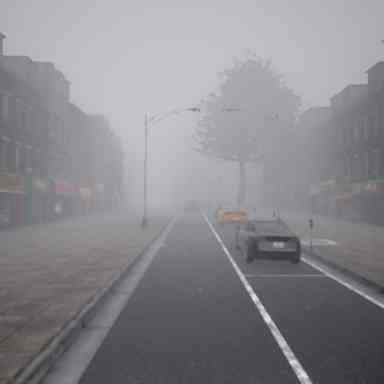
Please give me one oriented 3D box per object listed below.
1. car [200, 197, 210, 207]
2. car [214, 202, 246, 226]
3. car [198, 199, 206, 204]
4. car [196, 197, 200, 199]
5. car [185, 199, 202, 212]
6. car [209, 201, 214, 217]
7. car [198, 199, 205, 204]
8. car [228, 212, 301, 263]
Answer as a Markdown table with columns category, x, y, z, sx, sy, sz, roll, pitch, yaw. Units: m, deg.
| category | x | y | z | sx | sy | sz | roll | pitch | yaw |
| --- | --- | --- | --- | --- | --- | --- | --- | --- | --- |
| car | 2.664 | 2.010 | 62.301 | 1.967 | 1.590 | 4.097 | 2 | -1 | 0 |
| car | 3.015 | 1.699 | 25.521 | 1.882 | 1.535 | 5.008 | 0 | 0 | 0 |
| car | 2.658 | 2.475 | 89.045 | 1.947 | 1.339 | 4.313 | 1 | -1 | 0 |
| car | 0.021 | 2.067 | 61.663 | 1.837 | 1.490 | 4.892 | 0 | -2 | 1 |
| car | 0.030 | 1.994 | 45.083 | 1.895 | 1.301 | 4.718 | 0 | -1 | 1 |
| car | 3.021 | 1.782 | 32.525 | 1.837 | 1.490 | 4.892 | 0 | 0 | 0 |
| car | 2.657 | 2.558 | 94.481 | 1.947 | 1.339 | 4.313 | 1 | -1 | 0 |
| car | 2.662 | 1.684 | 12.316 | 1.947 | 1.339 | 4.313 | 2 | 0 | 0 |
